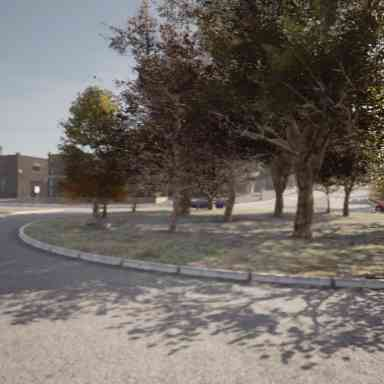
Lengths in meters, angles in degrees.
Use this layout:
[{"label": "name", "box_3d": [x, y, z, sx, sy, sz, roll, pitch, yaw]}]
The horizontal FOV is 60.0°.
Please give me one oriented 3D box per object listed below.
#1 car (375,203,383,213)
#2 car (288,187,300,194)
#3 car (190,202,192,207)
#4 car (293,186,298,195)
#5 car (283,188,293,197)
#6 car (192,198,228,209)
[{"label": "car", "box_3d": [22.555, 1.481, 36.497, 2.097, 1.767, 4.553, 0, 0, -23]}, {"label": "car", "box_3d": [26.510, -0.340, 86.288, 1.946, 1.575, 5.366, 0, 3, 29]}, {"label": "car", "box_3d": [2.300, 1.566, 47.258, 5.357, 1.411, 2.033, 0, 0, -11]}, {"label": "car", "box_3d": [23.862, -0.033, 81.449, 1.946, 1.575, 5.366, 0, 3, 29]}, {"label": "car", "box_3d": [21.206, 0.277, 76.617, 1.946, 1.575, 5.366, 0, 3, 29]}, {"label": "car", "box_3d": [2.842, 1.544, 44.046, 4.674, 1.442, 1.812, 1, 0, -11]}]
